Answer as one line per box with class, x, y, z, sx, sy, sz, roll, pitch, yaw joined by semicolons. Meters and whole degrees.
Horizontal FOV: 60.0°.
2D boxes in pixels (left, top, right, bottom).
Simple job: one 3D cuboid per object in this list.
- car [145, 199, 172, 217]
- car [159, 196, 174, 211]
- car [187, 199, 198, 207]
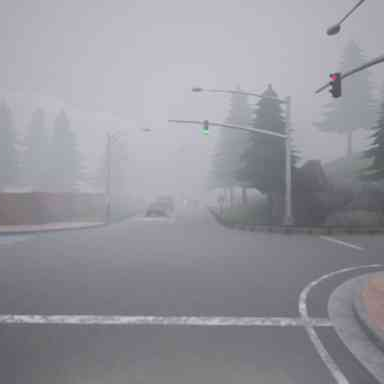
car;-3.580;1.782;34.411;2.033;1.411;5.357;0;0;0
car;-3.567;1.527;44.826;2.150;2.045;5.566;0;0;0
car;0.096;1.884;58.279;2.128;1.511;4.902;0;-1;0
